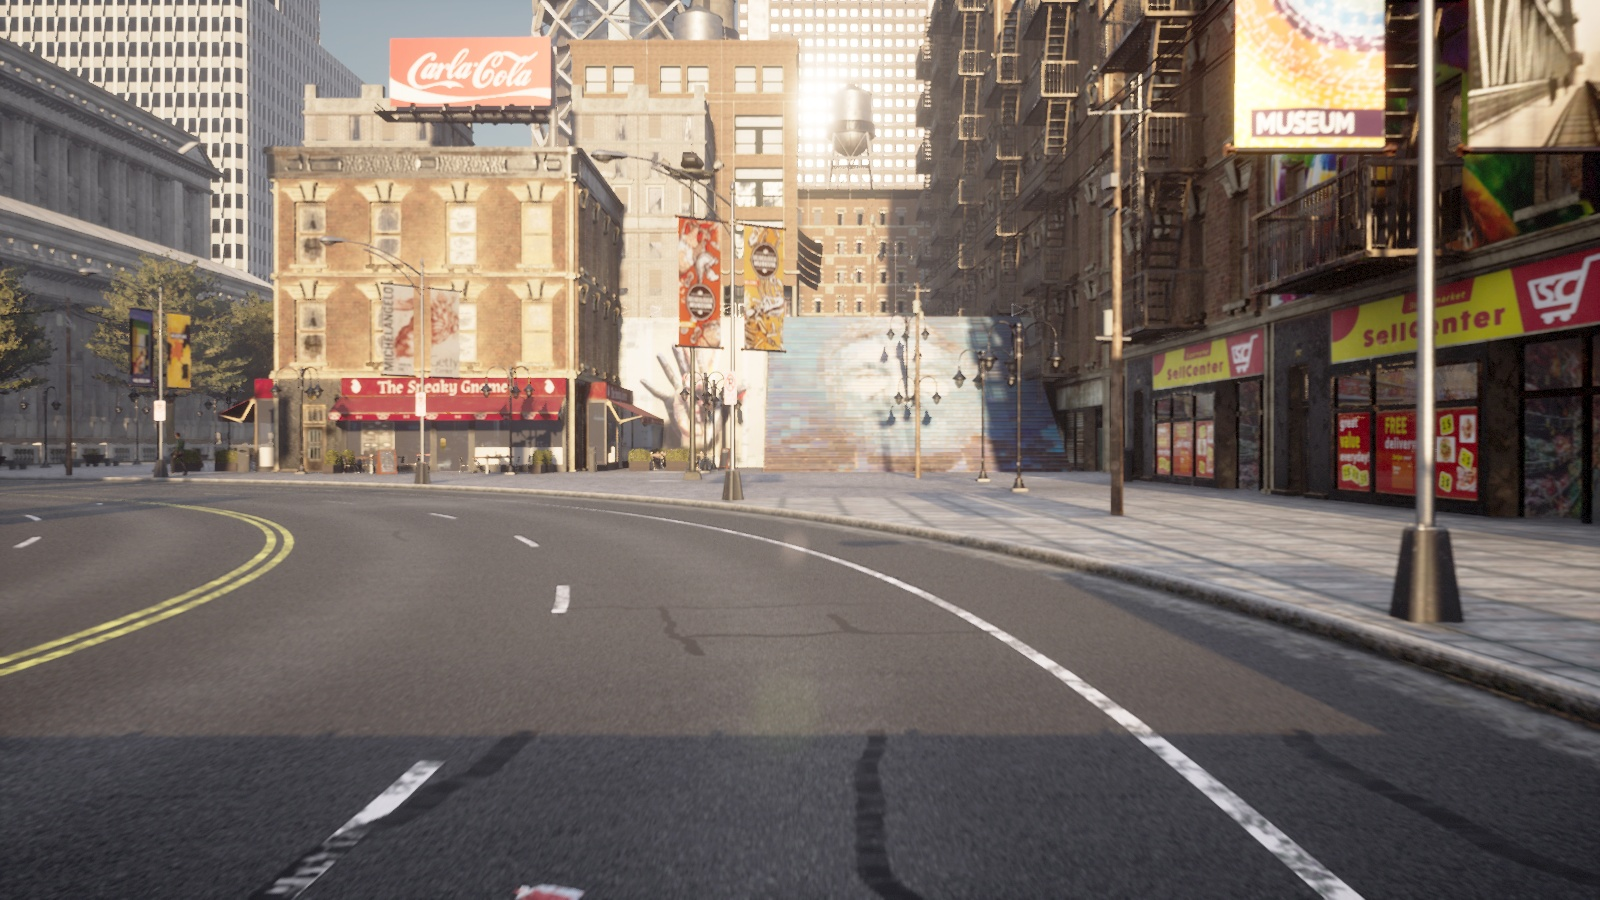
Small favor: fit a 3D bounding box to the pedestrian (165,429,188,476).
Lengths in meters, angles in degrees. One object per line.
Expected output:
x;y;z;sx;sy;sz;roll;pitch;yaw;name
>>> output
-25.821;0.092;52.007;0.788;1.949;0.423;0;0;17;pedestrian
